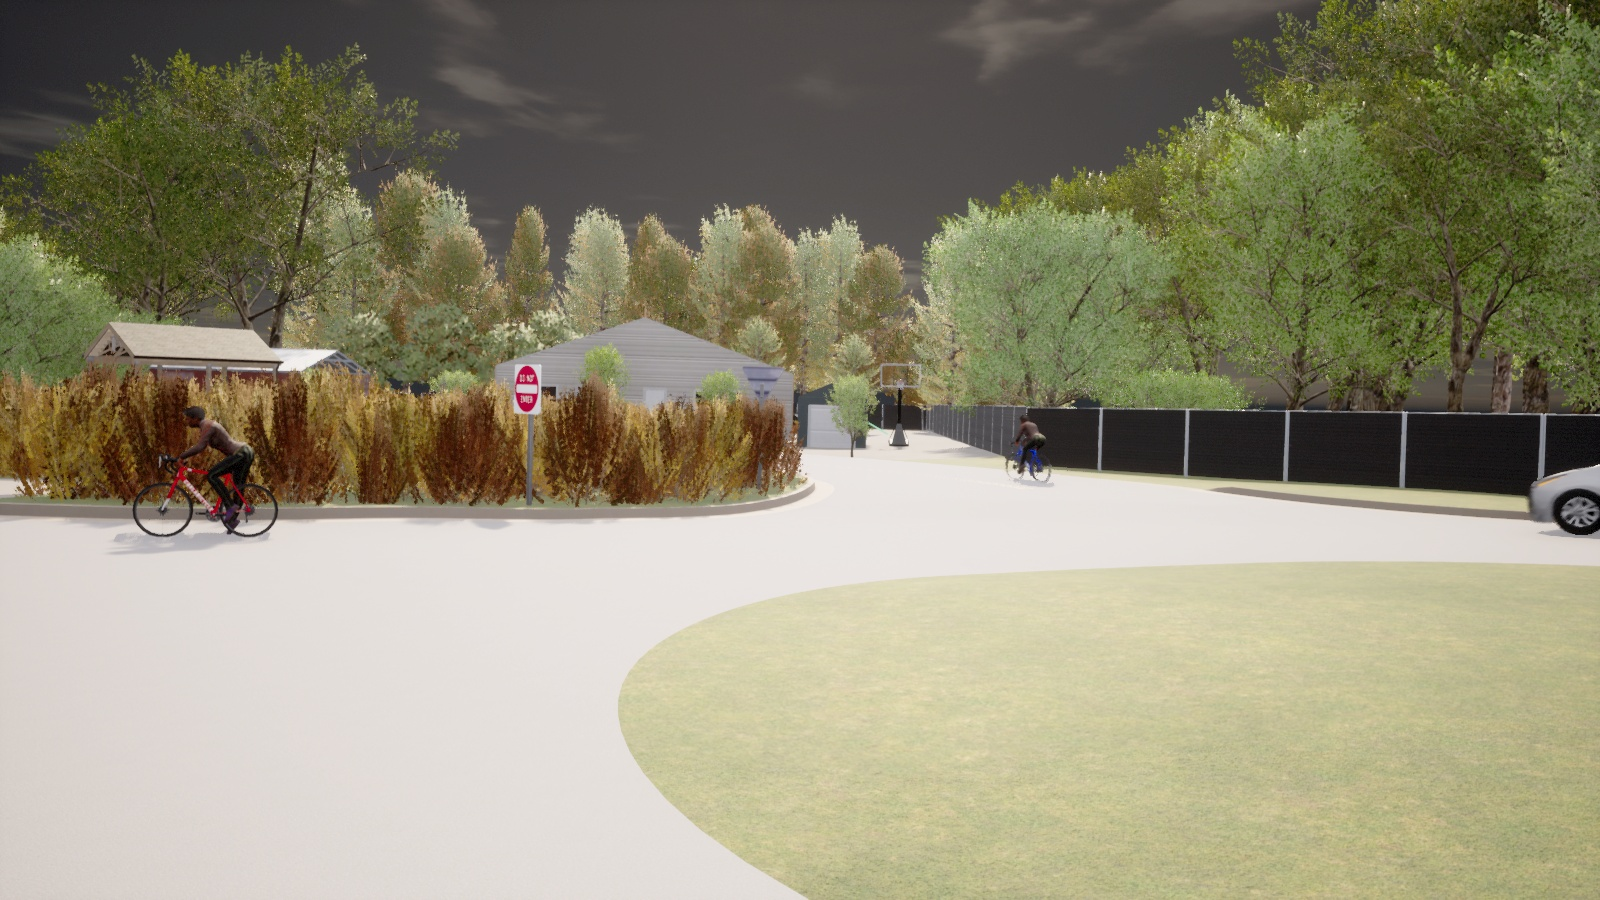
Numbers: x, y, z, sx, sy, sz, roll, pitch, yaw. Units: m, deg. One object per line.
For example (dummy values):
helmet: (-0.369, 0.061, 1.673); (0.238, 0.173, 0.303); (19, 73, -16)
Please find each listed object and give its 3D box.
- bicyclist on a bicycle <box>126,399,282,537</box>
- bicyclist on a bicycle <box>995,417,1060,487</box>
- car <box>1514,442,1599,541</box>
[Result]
bicyclist on a bicycle: (-7.332, 0.229, 15.508); (1.656, 1.620, 0.582); (2, 3, -21)
bicyclist on a bicycle: (5.513, 0.019, 30.518); (0.582, 1.620, 1.656); (-1, 3, -30)
car: (13.797, 0.623, 19.359); (4.514, 1.525, 2.007); (0, 0, 42)
